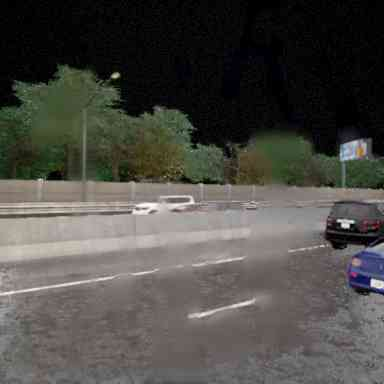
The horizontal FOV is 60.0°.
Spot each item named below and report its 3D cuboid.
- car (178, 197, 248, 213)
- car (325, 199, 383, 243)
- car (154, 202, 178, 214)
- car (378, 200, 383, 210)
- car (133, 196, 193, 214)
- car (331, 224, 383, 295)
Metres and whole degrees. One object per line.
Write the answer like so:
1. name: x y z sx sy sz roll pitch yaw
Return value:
1. car: 1.713 1.454 22.408 4.553 1.767 2.097 1 0 -35
2. car: 7.712 1.321 13.543 5.566 2.045 2.150 1 0 -35
3. car: -0.376 1.666 25.216 4.181 1.385 1.994 1 0 -35
4. car: 31.003 2.022 51.809 4.181 1.385 1.994 1 0 -35
5. car: -2.164 1.326 28.241 5.566 2.045 2.150 1 0 -35
6. car: 5.389 1.586 7.598 4.674 1.442 1.812 0 0 -36
